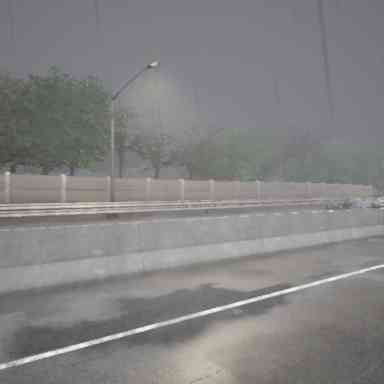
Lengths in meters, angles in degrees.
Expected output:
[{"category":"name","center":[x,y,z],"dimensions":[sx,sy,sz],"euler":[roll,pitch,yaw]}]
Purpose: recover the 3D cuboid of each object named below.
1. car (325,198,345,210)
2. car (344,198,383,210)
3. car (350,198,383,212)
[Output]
[{"category":"car","center":[18.754,1.515,42.065],"dimensions":[4.892,1.490,1.837],"euler":[0,0,-38]},{"category":"car","center":[17.880,1.531,33.776],"dimensions":[4.674,1.442,1.812],"euler":[0,0,-35]},{"category":"car","center":[21.590,1.517,40.622],"dimensions":[4.892,1.490,1.837],"euler":[0,0,-35]}]
